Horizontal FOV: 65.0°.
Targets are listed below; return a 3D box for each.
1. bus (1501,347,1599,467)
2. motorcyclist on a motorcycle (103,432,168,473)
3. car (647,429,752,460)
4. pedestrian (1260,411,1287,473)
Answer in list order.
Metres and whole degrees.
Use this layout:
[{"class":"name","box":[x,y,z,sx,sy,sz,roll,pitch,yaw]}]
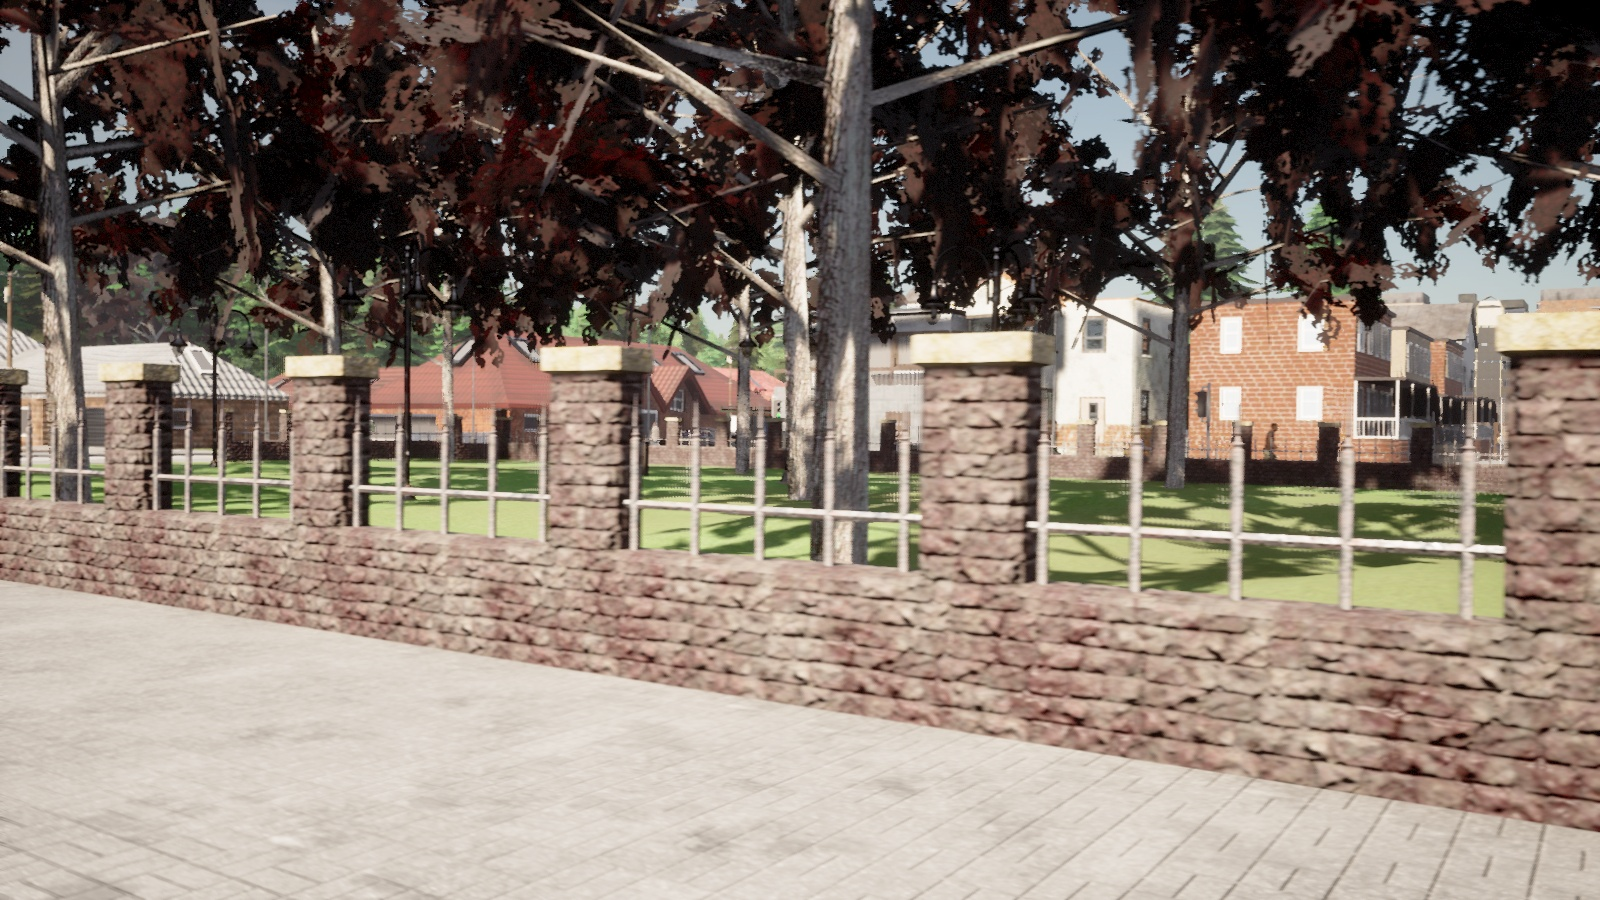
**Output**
[{"class":"bus","box":[30.188,-1.599,49.205,3.944,4.253,10.273,0,1,34]},{"class":"motorcyclist on a motorcycle","box":[-25.203,0.077,47.634,0.797,1.523,2.044,0,1,32]},{"class":"car","box":[-4.968,-0.286,61.898,4.902,1.511,2.128,0,1,34]},{"class":"pedestrian","box":[14.281,-0.246,37.871,0.703,1.840,0.431,0,1,34]}]
